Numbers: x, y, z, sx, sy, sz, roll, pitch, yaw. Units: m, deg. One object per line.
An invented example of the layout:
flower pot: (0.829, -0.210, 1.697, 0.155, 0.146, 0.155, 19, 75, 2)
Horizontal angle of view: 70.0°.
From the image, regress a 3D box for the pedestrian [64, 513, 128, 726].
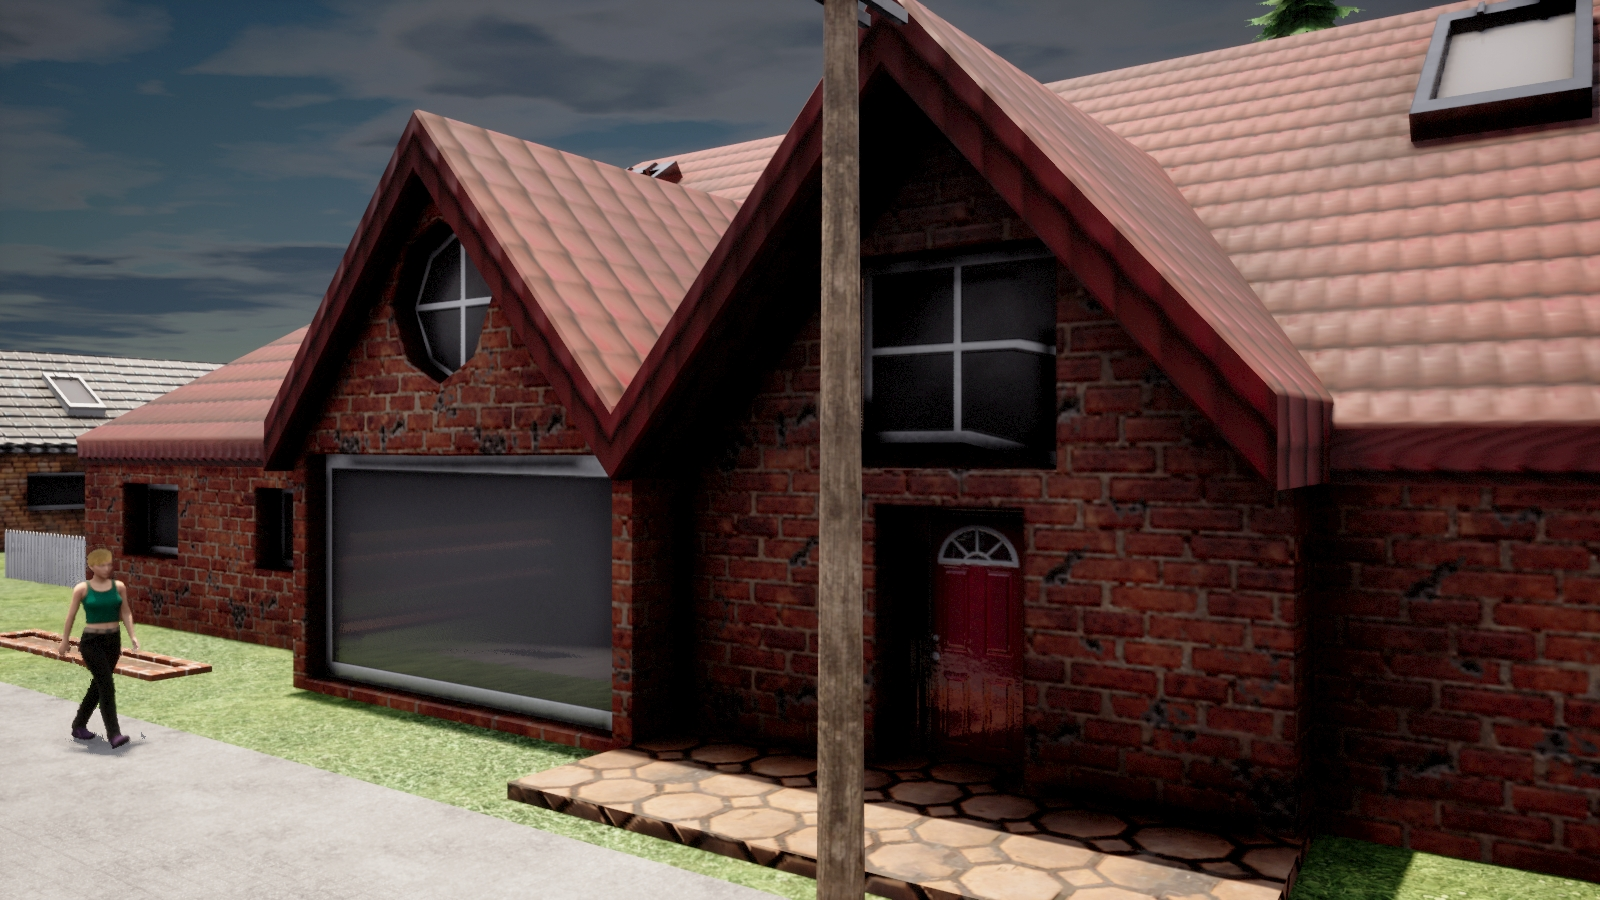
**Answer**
pedestrian: (-6.425, 1.524, 10.432, 0.375, 1.860, 0.375, 0, 0, 34)
